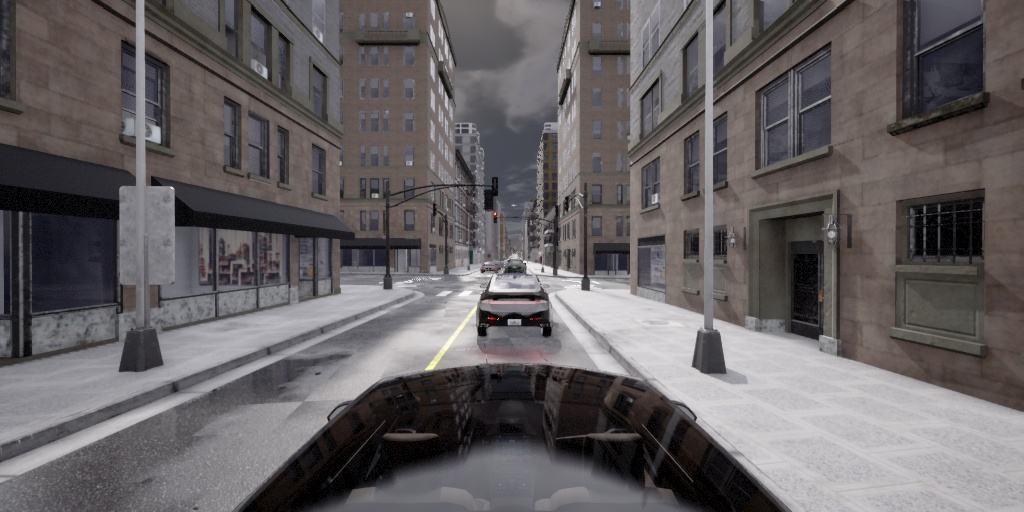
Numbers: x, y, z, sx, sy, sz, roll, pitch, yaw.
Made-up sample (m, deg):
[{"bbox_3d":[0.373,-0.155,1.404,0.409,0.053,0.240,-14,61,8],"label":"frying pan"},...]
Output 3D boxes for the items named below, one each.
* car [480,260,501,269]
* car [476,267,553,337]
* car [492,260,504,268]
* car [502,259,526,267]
[{"bbox_3d":[-2.713,1.372,43.967,1.994,1.385,4.181,0,0,1],"label":"car"},{"bbox_3d":[0.075,1.243,10.311,2.128,1.511,4.902,0,0,1],"label":"car"},{"bbox_3d":[-2.491,1.451,64.036,1.895,1.301,4.718,0,0,1],"label":"car"},{"bbox_3d":[0.404,1.150,38.990,2.097,1.767,4.553,0,0,4],"label":"car"}]
